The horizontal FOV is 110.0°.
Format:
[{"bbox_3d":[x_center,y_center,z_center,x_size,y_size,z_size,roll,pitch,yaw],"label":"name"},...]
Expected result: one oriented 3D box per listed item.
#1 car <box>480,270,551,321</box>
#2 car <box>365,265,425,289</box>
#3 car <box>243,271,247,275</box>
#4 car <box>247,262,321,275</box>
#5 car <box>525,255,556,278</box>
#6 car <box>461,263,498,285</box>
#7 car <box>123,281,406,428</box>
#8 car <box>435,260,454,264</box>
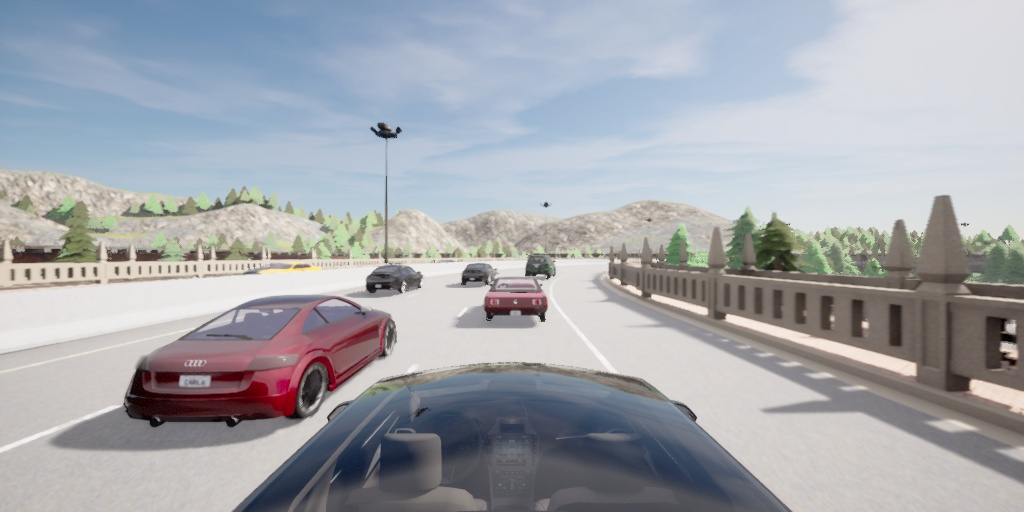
[{"bbox_3d":[0.150,1.343,12.466,1.895,1.301,4.718,0,0,1],"label":"car"},{"bbox_3d":[-6.391,1.240,20.087,1.837,1.490,4.892,0,0,5],"label":"car"},{"bbox_3d":[-19.411,1.274,29.791,2.033,1.411,5.357,0,0,10],"label":"car"},{"bbox_3d":[-16.373,1.207,26.533,1.882,1.535,5.008,0,0,9],"label":"car"},{"bbox_3d":[2.629,0.948,32.117,2.150,2.045,5.566,0,0,13],"label":"car"},{"bbox_3d":[-2.216,1.236,25.474,1.837,1.490,4.892,0,0,8],"label":"car"},{"bbox_3d":[-3.402,1.310,5.852,1.994,1.385,4.181,0,0,0],"label":"car"},{"bbox_3d":[-8.456,1.241,44.594,1.812,1.442,4.674,0,0,19],"label":"car"}]
